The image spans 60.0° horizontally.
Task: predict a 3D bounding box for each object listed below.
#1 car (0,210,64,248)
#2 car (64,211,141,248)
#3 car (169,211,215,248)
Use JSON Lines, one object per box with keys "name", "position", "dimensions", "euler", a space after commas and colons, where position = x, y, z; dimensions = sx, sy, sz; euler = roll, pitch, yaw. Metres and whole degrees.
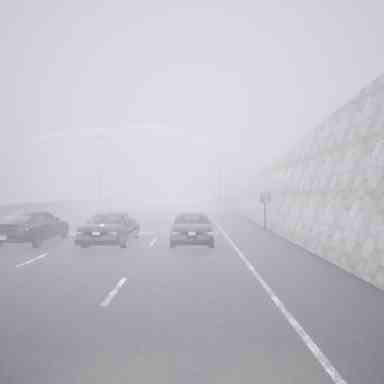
{"name": "car", "position": [-7.000, 1.532, 14.632], "dimensions": [1.812, 1.442, 4.674], "euler": [0, 0, 0]}
{"name": "car", "position": [-3.500, 1.562, 14.632], "dimensions": [2.033, 1.411, 5.357], "euler": [0, 0, 0]}
{"name": "car", "position": [0.000, 1.562, 14.632], "dimensions": [2.033, 1.411, 5.357], "euler": [0, 0, 0]}
